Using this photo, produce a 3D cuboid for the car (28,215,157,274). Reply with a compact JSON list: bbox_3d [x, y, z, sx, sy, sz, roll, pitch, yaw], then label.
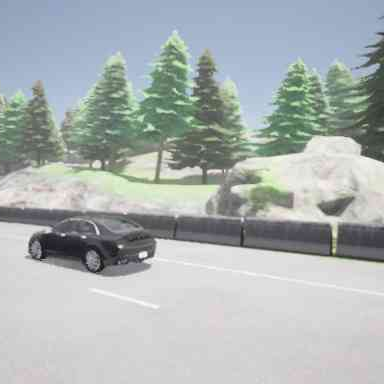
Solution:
[{"bbox_3d":[-3.329,1.504,10.672,4.892,1.490,1.837,0,0,36],"label":"car"}]
